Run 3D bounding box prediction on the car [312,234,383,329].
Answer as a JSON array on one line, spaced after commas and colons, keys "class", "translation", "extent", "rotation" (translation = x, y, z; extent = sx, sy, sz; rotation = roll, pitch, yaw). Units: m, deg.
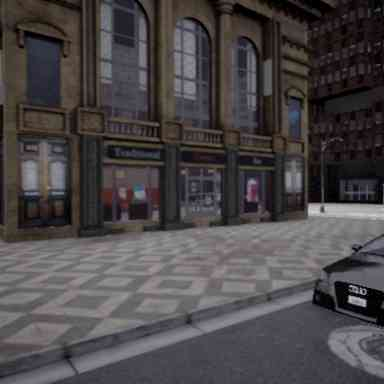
[{"class": "car", "translation": [4.218, 1.523, 6.380], "extent": [4.181, 1.385, 1.994], "rotation": [0, 0, -35]}]
